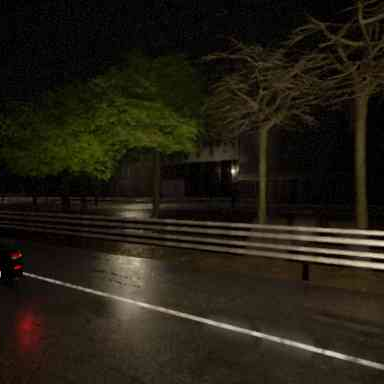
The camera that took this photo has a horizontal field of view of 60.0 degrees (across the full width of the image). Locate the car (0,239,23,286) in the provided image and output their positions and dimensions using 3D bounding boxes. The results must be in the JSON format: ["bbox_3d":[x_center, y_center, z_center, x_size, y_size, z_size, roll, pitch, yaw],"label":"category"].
[{"bbox_3d":[-6.018,1.594,8.295,4.674,1.442,1.812,-1,0,36],"label":"car"}]
